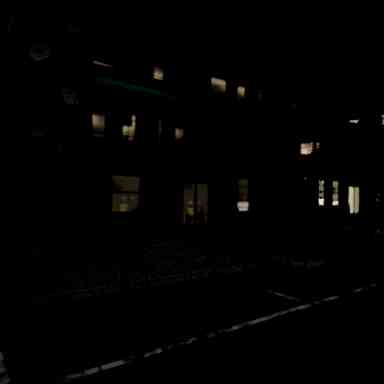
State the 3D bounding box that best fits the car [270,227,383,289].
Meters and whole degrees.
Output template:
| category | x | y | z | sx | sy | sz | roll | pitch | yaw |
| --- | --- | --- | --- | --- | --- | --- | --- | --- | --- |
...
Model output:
| category | x | y | z | sx | sy | sz | roll | pitch | yaw |
| --- | --- | --- | --- | --- | --- | --- | --- | --- | --- |
| car | 4.069 | 1.683 | 9.452 | 4.206 | 1.307 | 1.802 | 1 | 0 | -35 |
